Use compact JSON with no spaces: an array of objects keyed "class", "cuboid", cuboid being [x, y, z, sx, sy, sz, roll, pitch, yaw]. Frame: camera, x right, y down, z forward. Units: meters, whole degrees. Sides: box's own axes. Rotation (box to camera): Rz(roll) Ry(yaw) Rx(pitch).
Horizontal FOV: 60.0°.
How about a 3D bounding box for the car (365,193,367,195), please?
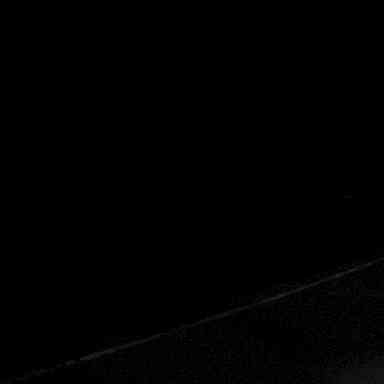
[{"class":"car","cuboid":[33.381,0.707,63.705,1.994,1.385,4.181,-1,0,-15]}]
